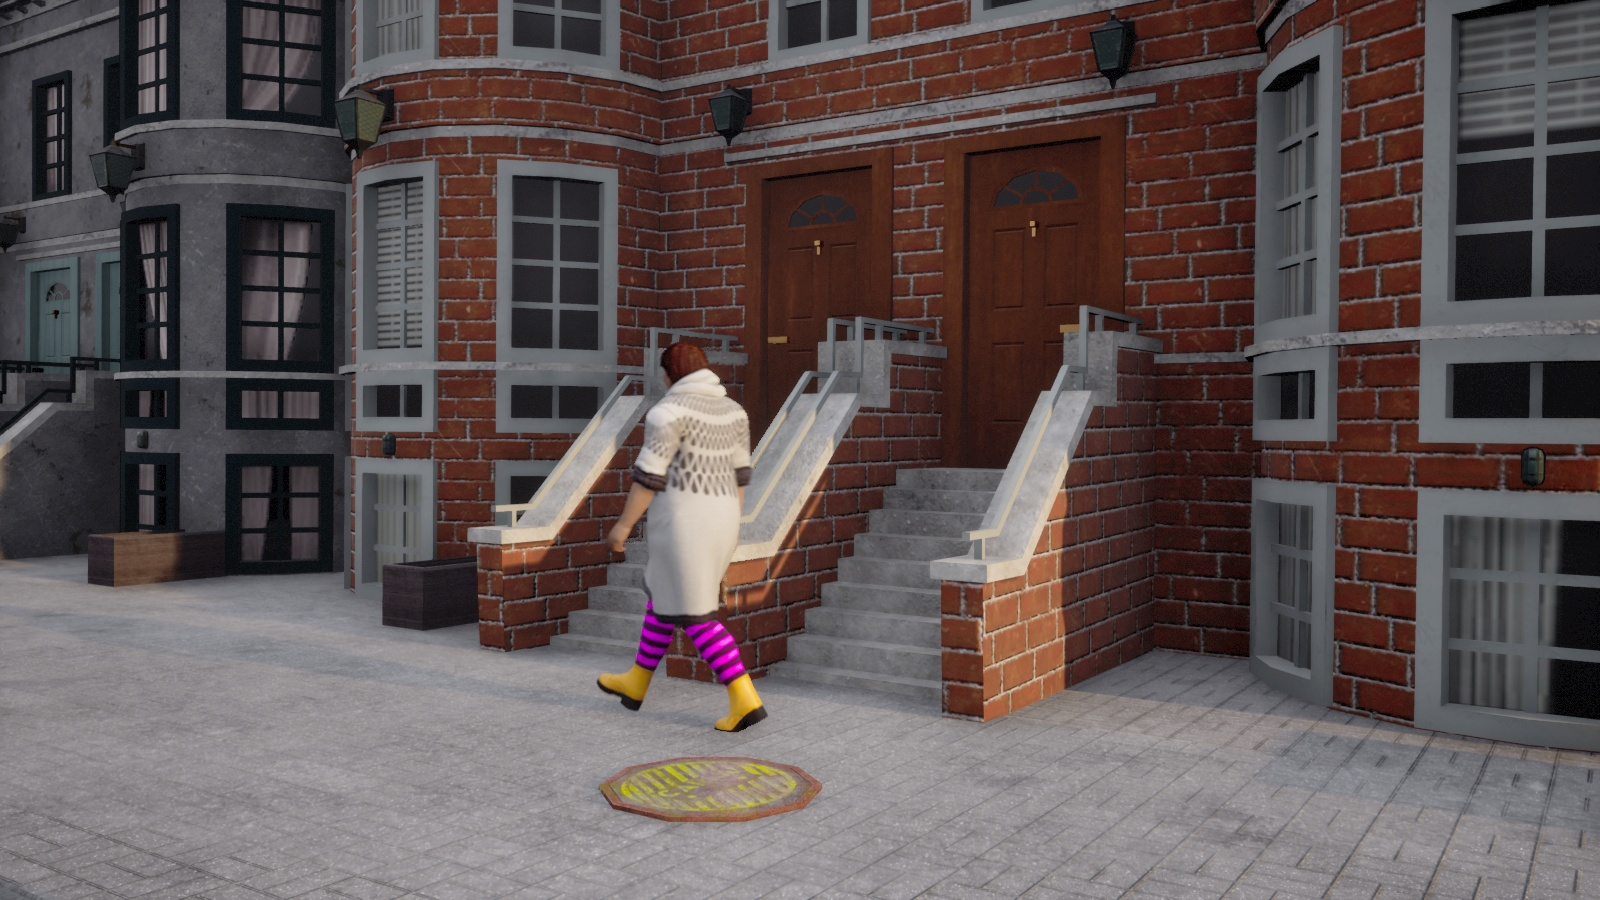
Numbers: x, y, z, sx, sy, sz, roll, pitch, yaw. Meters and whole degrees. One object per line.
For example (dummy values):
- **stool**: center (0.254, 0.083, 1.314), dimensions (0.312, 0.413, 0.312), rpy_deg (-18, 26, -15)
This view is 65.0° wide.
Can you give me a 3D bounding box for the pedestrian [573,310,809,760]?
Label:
- **pedestrian**: center (-0.510, 0.364, 5.952), dimensions (0.873, 1.952, 0.659), rpy_deg (0, 1, 32)
